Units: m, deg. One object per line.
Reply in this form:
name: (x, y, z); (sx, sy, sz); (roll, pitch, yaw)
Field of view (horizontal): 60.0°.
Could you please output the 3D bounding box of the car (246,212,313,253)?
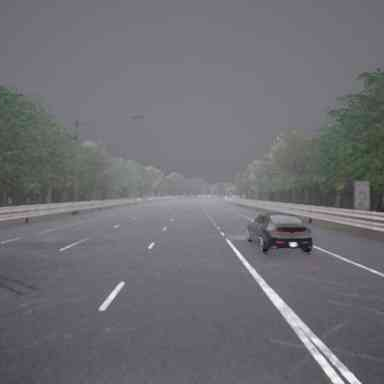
car: (3.526, 1.612, 14.076); (1.837, 1.490, 4.892); (0, -1, -1)
